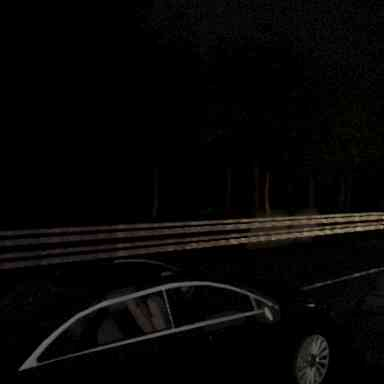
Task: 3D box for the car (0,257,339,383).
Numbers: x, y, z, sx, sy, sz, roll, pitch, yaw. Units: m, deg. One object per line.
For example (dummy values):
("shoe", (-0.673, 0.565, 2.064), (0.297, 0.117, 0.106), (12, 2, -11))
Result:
("car", (-0.350, 1.505, 3.621), (4.902, 1.511, 2.128), (1, 0, -36))
